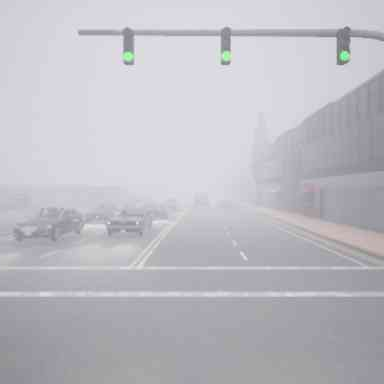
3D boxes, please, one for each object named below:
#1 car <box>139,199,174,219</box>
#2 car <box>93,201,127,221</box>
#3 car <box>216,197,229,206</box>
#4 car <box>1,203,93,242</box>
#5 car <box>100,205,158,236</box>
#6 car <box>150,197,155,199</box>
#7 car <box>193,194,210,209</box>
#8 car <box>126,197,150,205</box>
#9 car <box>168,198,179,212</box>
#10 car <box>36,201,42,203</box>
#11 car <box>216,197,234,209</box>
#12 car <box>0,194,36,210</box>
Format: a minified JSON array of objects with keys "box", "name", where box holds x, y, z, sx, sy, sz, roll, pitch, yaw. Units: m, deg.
[{"box":[-2.996,1.577,28.682,1.994,1.385,4.181,0,0,2],"name":"car"},{"box":[-6.625,1.575,25.477,1.994,1.385,4.181,0,0,2],"name":"car"},{"box":[5.053,1.588,56.191,1.994,1.385,4.181,0,0,2],"name":"car"},{"box":[-6.904,1.499,16.568,2.128,1.511,4.902,0,0,2],"name":"car"},{"box":[-3.346,1.609,18.626,1.895,1.301,4.718,0,0,2],"name":"car"},{"box":[-5.831,1.498,45.593,1.882,1.535,5.008,0,0,2],"name":"car"},{"box":[1.271,1.239,45.542,2.150,2.045,5.566,0,0,2],"name":"car"},{"box":[-6.206,1.368,35.484,2.097,1.767,4.553,0,0,2],"name":"car"},{"box":[-2.565,1.522,38.967,1.837,1.490,4.892,0,0,2],"name":"car"},{"box":[-20.871,1.414,41.711,3.806,1.475,1.970,0,0,1],"name":"car"},{"box":[4.704,1.584,46.403,1.994,1.385,4.181,0,0,2],"name":"car"},{"box":[-20.911,1.174,38.816,3.866,1.878,1.905,0,0,1],"name":"car"}]
